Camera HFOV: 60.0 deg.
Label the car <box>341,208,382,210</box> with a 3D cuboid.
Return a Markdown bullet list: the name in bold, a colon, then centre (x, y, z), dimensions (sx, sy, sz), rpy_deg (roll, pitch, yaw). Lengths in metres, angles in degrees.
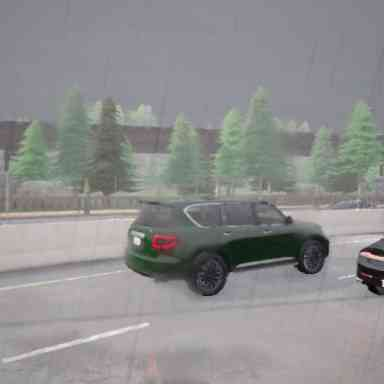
- **car**: centre (10.104, 1.297, 21.450), dimensions (4.892, 1.490, 1.837), rpy_deg (0, 1, -24)

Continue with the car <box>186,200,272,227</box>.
- **car**: centre (2.439, 1.306, 21.653), dimensions (5.357, 1.411, 2.033), rpy_deg (0, 1, -28)

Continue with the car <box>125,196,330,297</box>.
- **car**: centre (1.093, 1.125, 8.521), dimensions (5.566, 2.045, 2.150), rpy_deg (0, 1, -33)

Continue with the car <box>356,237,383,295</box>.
- **car**: centre (5.590, 1.429, 7.123), dimensions (4.902, 1.511, 2.128), rpy_deg (0, 1, -31)

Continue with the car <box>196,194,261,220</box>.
- **car**: centre (2.826, 1.065, 25.696), dimensions (4.553, 1.767, 2.097), rpy_deg (0, 1, -26)
